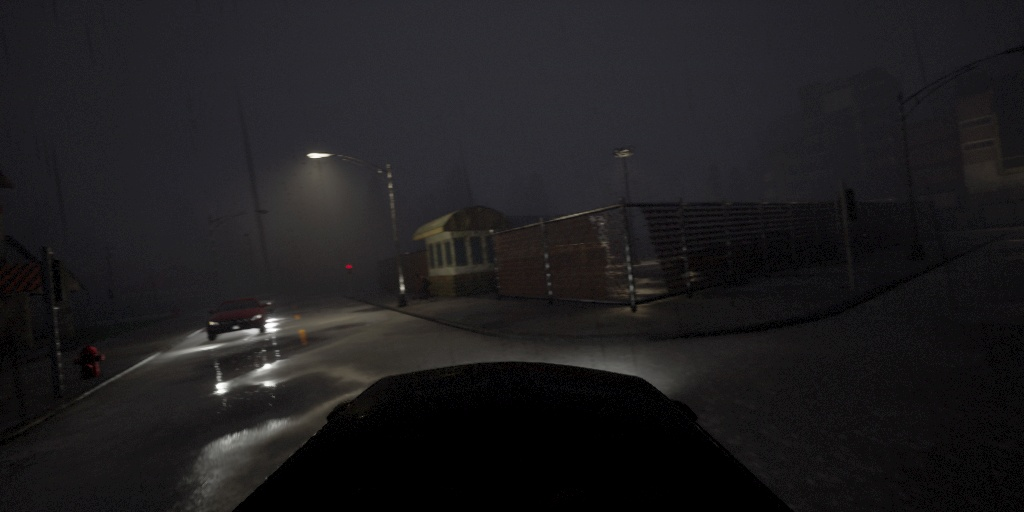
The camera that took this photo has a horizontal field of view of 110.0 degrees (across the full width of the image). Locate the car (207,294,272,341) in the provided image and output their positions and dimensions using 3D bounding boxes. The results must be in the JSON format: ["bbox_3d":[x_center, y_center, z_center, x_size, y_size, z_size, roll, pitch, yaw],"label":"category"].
[{"bbox_3d":[-11.870,2.604,15.703,1.812,1.442,4.674,-6,-1,-33],"label":"car"}]

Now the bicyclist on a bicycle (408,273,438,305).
[{"bbox_3d":[-4.746,1.716,19.007,1.656,1.620,0.582,-5,-1,-32],"label":"bicyclist on a bicycle"}]

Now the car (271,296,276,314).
[{"bbox_3d":[-17.237,3.300,24.354,1.895,1.301,4.718,-6,-1,-32],"label":"car"}]
